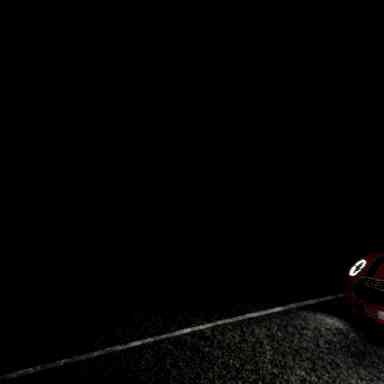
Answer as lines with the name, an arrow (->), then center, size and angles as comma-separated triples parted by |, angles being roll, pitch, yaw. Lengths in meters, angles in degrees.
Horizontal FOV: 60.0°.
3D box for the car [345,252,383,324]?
car -> 5.067, 1.396, 6.246 | 4.553, 1.767, 2.097 | 0, 0, -27
